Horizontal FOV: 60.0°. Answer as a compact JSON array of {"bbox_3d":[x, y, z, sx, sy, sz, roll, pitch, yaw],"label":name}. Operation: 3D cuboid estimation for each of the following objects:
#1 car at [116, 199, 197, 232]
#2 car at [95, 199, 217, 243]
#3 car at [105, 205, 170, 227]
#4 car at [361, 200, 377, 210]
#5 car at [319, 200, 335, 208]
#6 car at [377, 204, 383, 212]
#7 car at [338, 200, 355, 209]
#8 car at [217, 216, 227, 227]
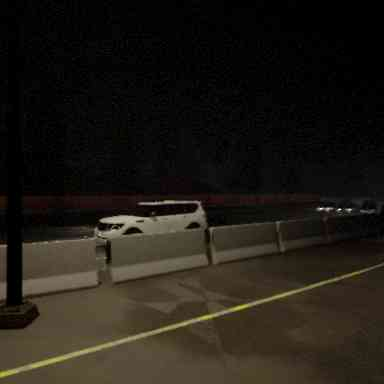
[{"bbox_3d":[-2.488,1.559,24.226,5.566,2.045,2.150,0,-1,-40],"label":"car"},{"bbox_3d":[-1.739,1.444,15.858,5.566,2.045,2.150,0,-1,-38],"label":"car"},{"bbox_3d":[-4.389,1.872,27.206,5.008,1.535,1.882,0,-1,-40],"label":"car"},{"bbox_3d":[27.720,1.973,51.863,2.033,1.411,5.357,-1,-1,35],"label":"car"},{"bbox_3d":[23.752,2.115,58.472,1.994,1.385,4.181,-1,-1,34],"label":"car"},{"bbox_3d":[26.945,1.890,44.843,2.033,1.411,5.357,-1,-1,38],"label":"car"},{"bbox_3d":[25.741,2.009,55.186,1.812,1.442,4.674,-1,-1,35],"label":"car"},{"bbox_3d":[0.040,1.886,21.773,4.718,1.301,1.895,0,-1,-40],"label":"car"}]
